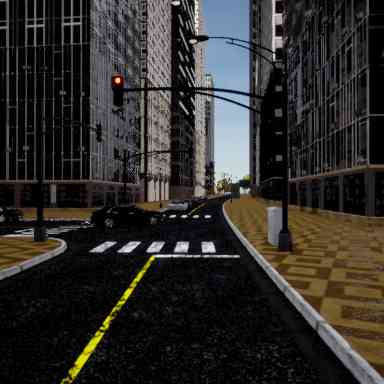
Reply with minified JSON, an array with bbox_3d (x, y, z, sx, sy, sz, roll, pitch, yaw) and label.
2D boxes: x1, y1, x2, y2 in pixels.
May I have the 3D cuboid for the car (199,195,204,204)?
[{"bbox_3d":[0.422,1.486,57.439,2.033,1.411,5.357,0,0,7],"label":"car"}]

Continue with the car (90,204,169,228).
[{"bbox_3d":[-4.346,1.572,22.501,4.892,1.490,1.837,-1,3,-23],"label":"car"}]

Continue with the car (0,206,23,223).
[{"bbox_3d":[-16.497,1.854,28.020,4.403,1.369,2.008,-1,1,10],"label":"car"}]

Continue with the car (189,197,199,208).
[{"bbox_3d":[-0.686,1.451,47.249,2.128,1.511,4.902,0,0,6],"label":"car"}]

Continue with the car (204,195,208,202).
[{"bbox_3d":[2.313,1.432,71.233,2.033,1.411,5.357,0,0,8],"label":"car"}]

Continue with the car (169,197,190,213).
[{"bbox_3d":[-1.597,1.576,36.867,1.895,1.301,4.718,0,0,4],"label":"car"}]
